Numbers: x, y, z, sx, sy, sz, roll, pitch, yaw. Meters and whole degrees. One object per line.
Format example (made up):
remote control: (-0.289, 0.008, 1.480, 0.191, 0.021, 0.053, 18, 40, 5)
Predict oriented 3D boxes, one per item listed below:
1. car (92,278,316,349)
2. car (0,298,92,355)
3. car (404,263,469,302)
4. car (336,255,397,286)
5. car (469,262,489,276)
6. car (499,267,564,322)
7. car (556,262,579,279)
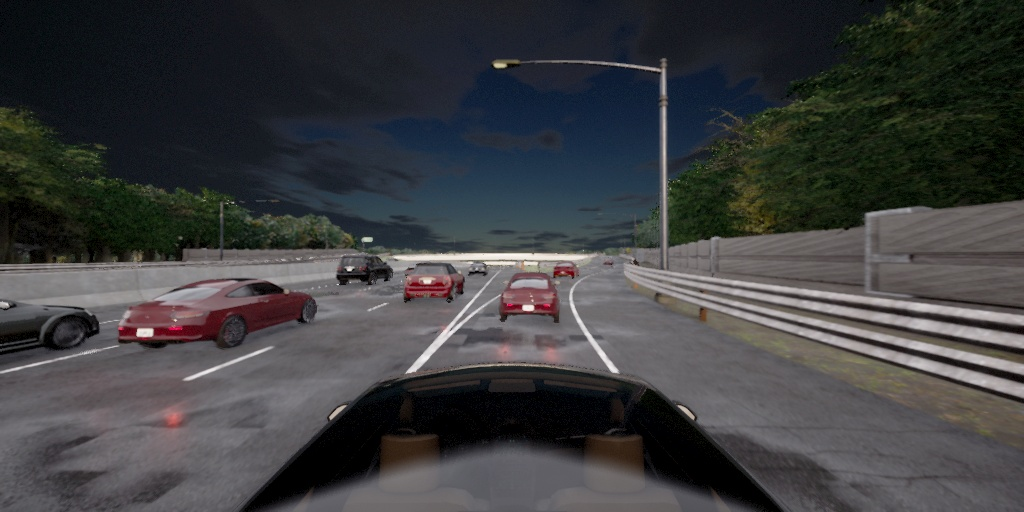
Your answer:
car: (-6.904, 1.274, 9.047, 1.812, 1.442, 4.674, 0, 0, 0)
car: (-10.403, 1.312, 6.388, 1.994, 1.385, 4.181, 0, 0, 0)
car: (-3.506, 1.100, 16.976, 2.097, 1.767, 4.553, 0, 0, 0)
car: (-10.408, 0.974, 25.644, 2.150, 2.045, 5.566, 0, 0, 0)
car: (-3.513, 1.355, 38.183, 2.033, 1.411, 5.357, 0, 0, 0)
car: (0.661, 1.269, 12.231, 1.812, 1.442, 4.674, 0, 0, 5)
car: (5.069, 1.276, 33.097, 1.882, 1.535, 5.008, -1, 0, 17)
